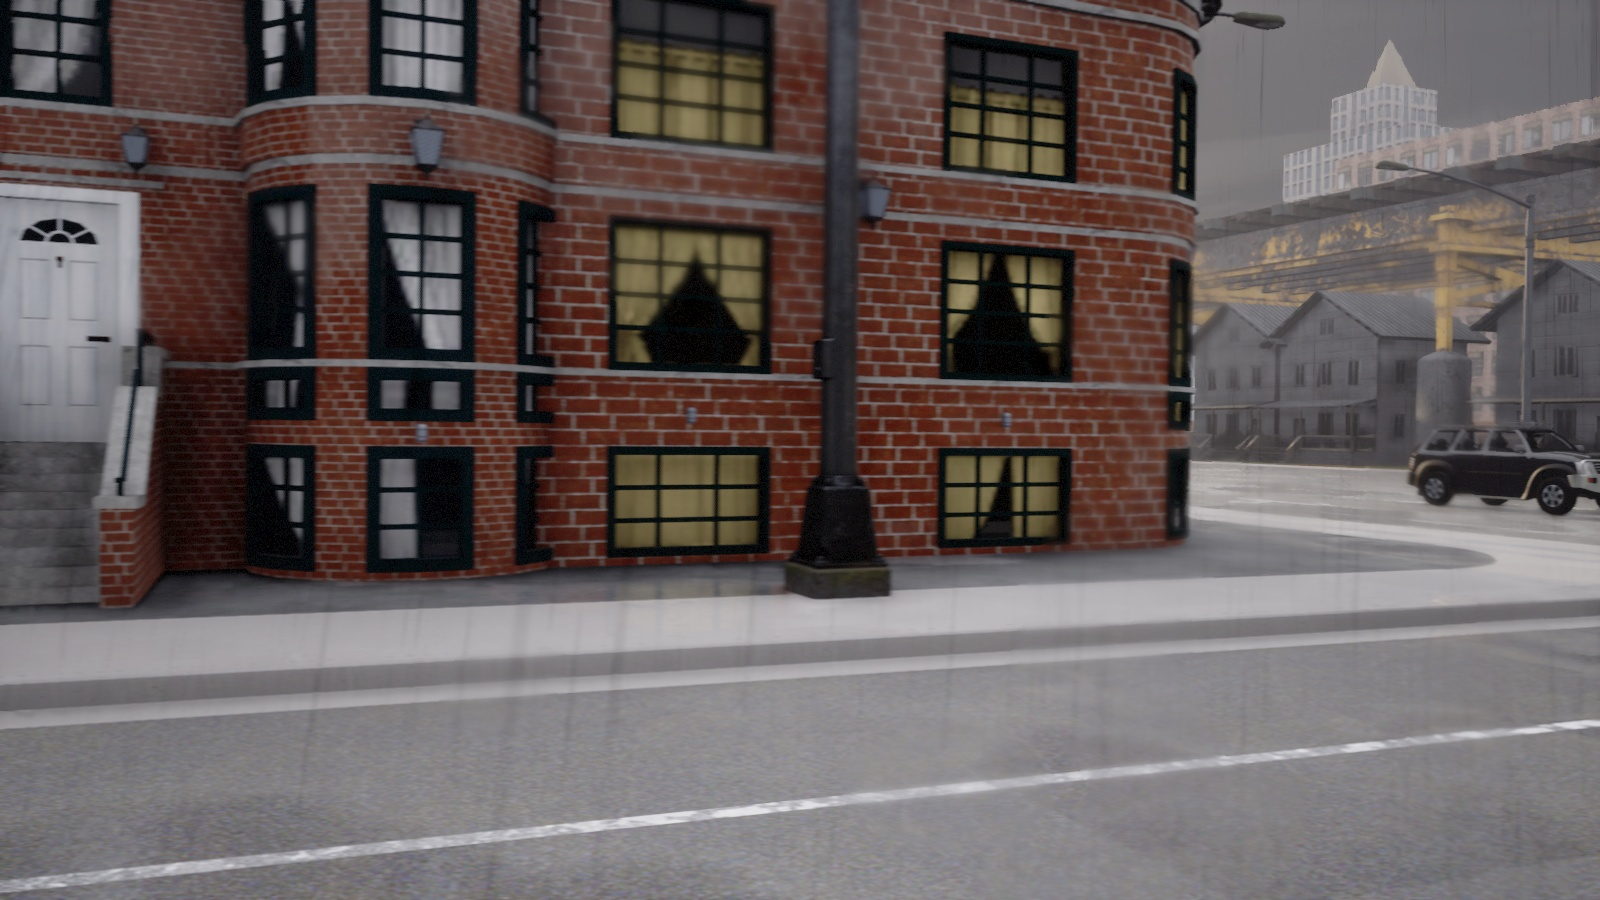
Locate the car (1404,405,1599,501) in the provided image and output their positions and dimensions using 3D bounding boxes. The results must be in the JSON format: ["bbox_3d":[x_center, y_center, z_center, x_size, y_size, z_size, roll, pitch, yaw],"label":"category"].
[{"bbox_3d":[15.382,0.015,26.630,1.932,1.855,4.605,-1,1,-20],"label":"car"}]
